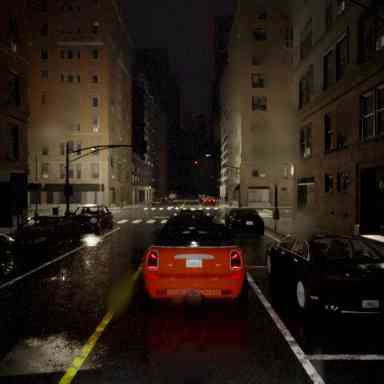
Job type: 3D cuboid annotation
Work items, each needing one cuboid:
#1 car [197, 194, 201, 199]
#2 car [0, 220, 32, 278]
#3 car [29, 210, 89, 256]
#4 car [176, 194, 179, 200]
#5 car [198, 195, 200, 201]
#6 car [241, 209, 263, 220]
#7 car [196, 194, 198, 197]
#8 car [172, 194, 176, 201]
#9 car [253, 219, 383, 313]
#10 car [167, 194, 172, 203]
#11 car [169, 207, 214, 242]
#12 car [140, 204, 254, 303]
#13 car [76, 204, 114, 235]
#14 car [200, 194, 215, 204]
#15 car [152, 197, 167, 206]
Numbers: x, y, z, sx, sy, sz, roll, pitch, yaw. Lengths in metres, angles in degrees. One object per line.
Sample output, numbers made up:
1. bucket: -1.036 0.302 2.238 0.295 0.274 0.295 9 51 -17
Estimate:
1. car: 2.839 1.529 77.214 1.967 1.590 4.097 0 0 0
2. car: -5.678 1.566 7.476 1.947 1.339 4.313 0 0 0
3. car: -5.684 1.583 12.977 1.802 1.307 4.206 0 0 0
4. car: -5.675 1.463 93.442 2.192 1.841 5.009 0 0 0
5. car: 2.833 1.611 66.396 2.008 1.369 4.403 0 0 0
6. car: 2.835 1.568 18.488 1.947 1.339 4.313 0 0 0
7. car: 2.846 1.566 88.032 1.967 1.590 4.097 0 0 0
8. car: -5.681 1.631 82.454 1.752 1.417 4.829 0 0 0
9. car: 2.847 1.551 7.486 2.008 1.369 4.403 0 0 0
10. car: -5.691 1.611 66.398 2.008 1.369 4.403 0 0 0
11. car: -0.015 1.565 17.001 1.994 1.385 4.181 0 0 0
12. car: 0.053 1.352 8.347 2.097 1.767 4.553 0 0 0
13. car: -5.691 1.442 18.479 1.967 1.590 4.097 0 0 0
14. car: 2.826 1.479 55.579 1.967 1.590 4.097 0 0 0
15. car: -5.699 1.621 55.582 1.802 1.307 4.206 0 0 0
